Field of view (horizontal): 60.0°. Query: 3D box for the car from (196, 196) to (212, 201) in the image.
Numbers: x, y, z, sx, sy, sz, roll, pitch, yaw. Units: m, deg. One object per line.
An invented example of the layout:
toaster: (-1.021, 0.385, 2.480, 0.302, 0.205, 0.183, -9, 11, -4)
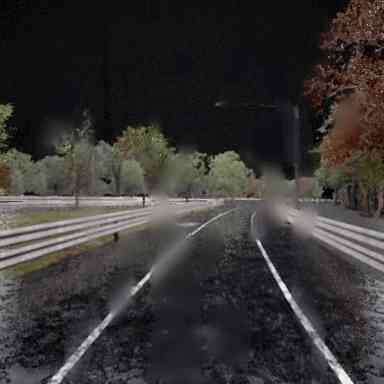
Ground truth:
car: (3.296, 1.689, 67.173, 1.837, 1.490, 4.892, 0, -1, 31)

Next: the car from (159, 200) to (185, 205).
car: (-4.095, 1.563, 61.579, 2.033, 1.411, 5.357, 0, -1, 31)
